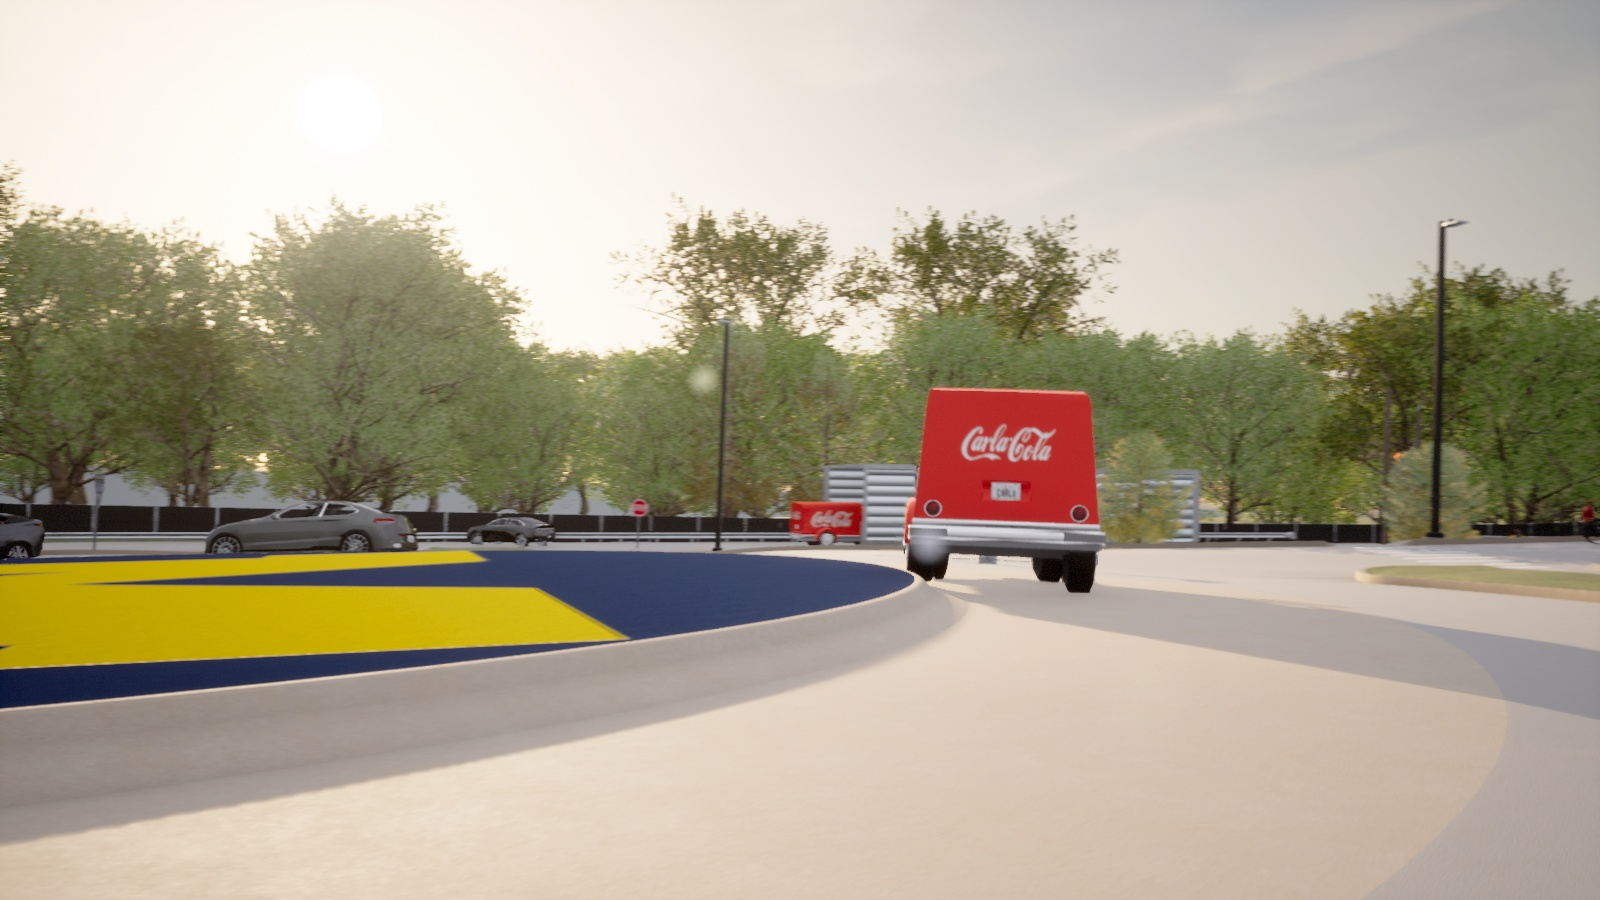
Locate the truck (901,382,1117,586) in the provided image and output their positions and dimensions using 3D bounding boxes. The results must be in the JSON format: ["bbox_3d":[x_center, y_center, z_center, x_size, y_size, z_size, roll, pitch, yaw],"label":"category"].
[{"bbox_3d":[2.889,0.682,18.281,2.627,2.467,5.204,2,-6,6],"label":"truck"}]

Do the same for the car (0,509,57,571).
[{"bbox_3d":[-21.818,2.328,32.021,2.007,1.525,4.514,0,-1,31],"label":"car"}]

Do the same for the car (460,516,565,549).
[{"bbox_3d":[-14.713,4.208,64.266,4.902,1.511,2.128,0,-2,25],"label":"car"}]

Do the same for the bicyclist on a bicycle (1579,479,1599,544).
[{"bbox_3d":[20.777,1.527,31.752,1.656,1.620,0.582,-2,-1,6],"label":"bicyclist on a bicycle"}]

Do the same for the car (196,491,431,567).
[{"bbox_3d":[-12.165,2.030,31.644,5.027,1.651,2.152,-1,-8,4],"label":"car"}]

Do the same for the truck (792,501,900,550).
[{"bbox_3d":[2.454,4.030,67.522,5.204,2.467,2.627,1,-1,-17],"label":"truck"}]

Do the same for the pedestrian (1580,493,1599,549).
[{"bbox_3d":[26.571,2.367,42.085,0.636,1.846,0.331,2,-2,-7],"label":"pedestrian"}]
